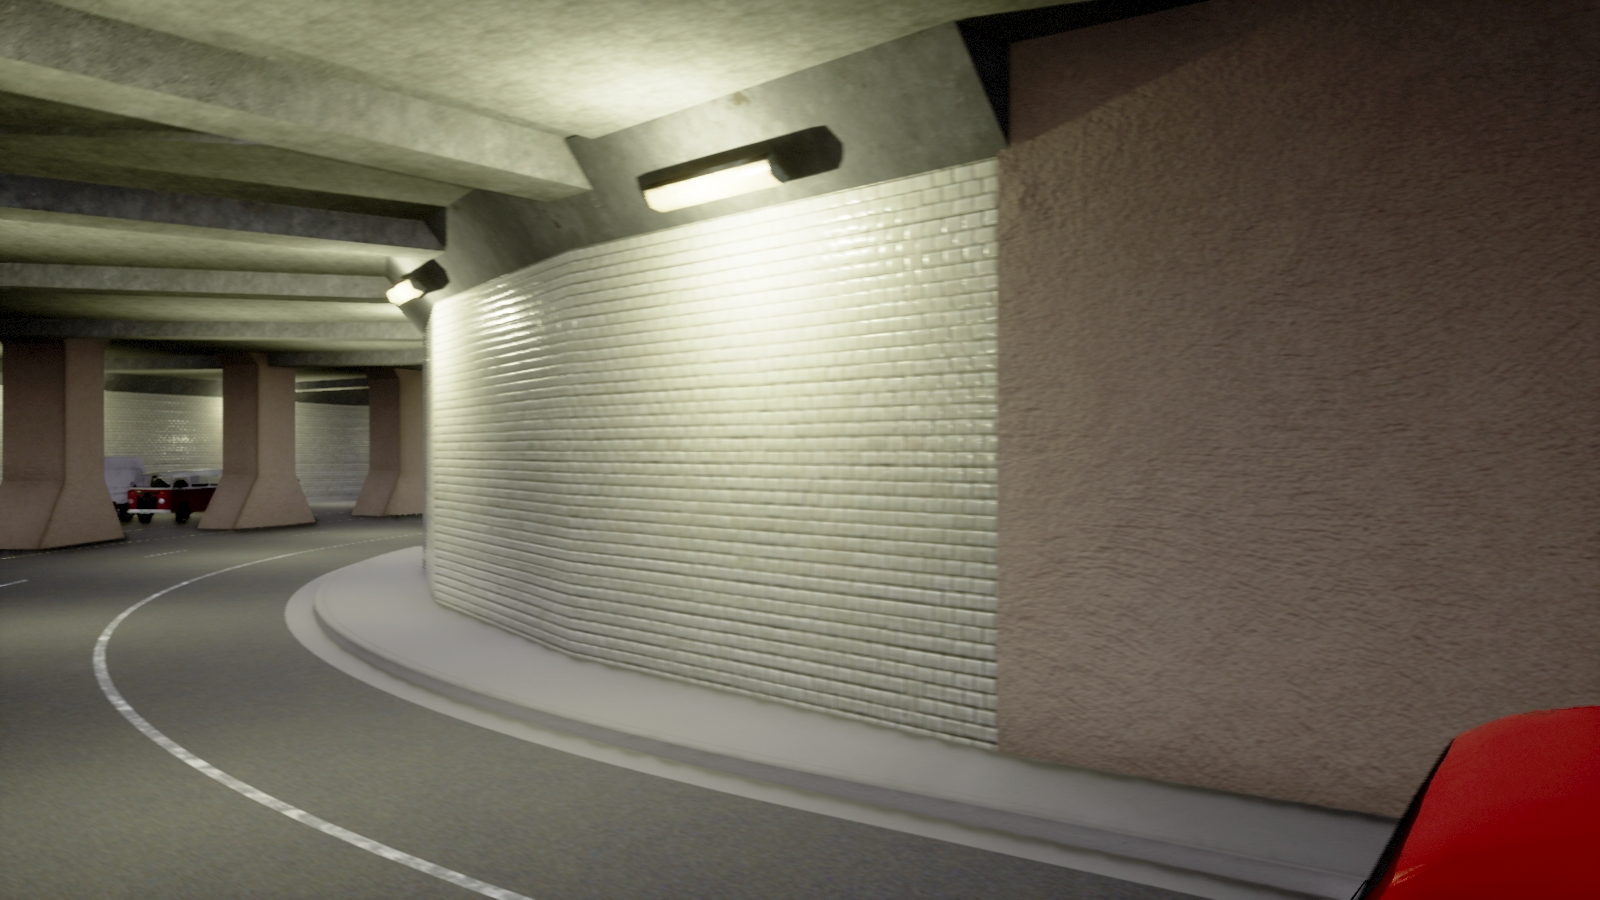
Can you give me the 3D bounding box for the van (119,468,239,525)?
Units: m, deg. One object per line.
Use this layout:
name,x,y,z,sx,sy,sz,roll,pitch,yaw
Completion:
van,-24.389,1.779,45.088,2.069,2.038,4.480,0,0,5

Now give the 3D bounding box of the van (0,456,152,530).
van,-27.546,1.531,43.088,1.988,2.561,5.915,0,0,12

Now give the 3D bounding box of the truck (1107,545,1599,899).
truck,3.375,1.567,1.415,5.204,2.467,2.627,0,0,35

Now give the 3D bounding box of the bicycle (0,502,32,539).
bicycle,-25.088,2.230,36.012,0.329,1.126,1.835,0,0,7
